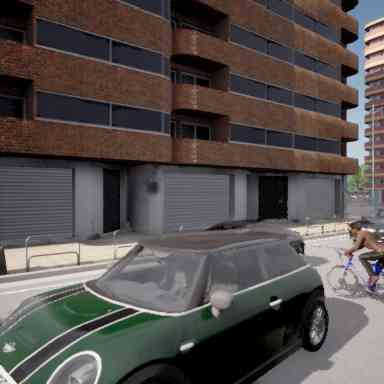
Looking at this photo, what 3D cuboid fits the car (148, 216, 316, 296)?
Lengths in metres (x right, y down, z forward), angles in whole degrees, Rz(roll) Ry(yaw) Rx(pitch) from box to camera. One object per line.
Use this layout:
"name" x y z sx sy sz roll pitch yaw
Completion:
"car" 1.279 1.526 9.278 4.674 1.442 1.812 0 0 -36

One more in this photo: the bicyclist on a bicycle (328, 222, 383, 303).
"bicyclist on a bicycle" 3.572 1.457 6.866 0.582 1.620 1.656 -1 -2 -41

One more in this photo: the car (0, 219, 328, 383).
"car" -0.092 1.366 4.249 2.097 1.767 4.553 0 0 45

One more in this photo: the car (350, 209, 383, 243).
"car" 9.008 1.492 14.945 4.902 1.511 2.128 0 0 -36
